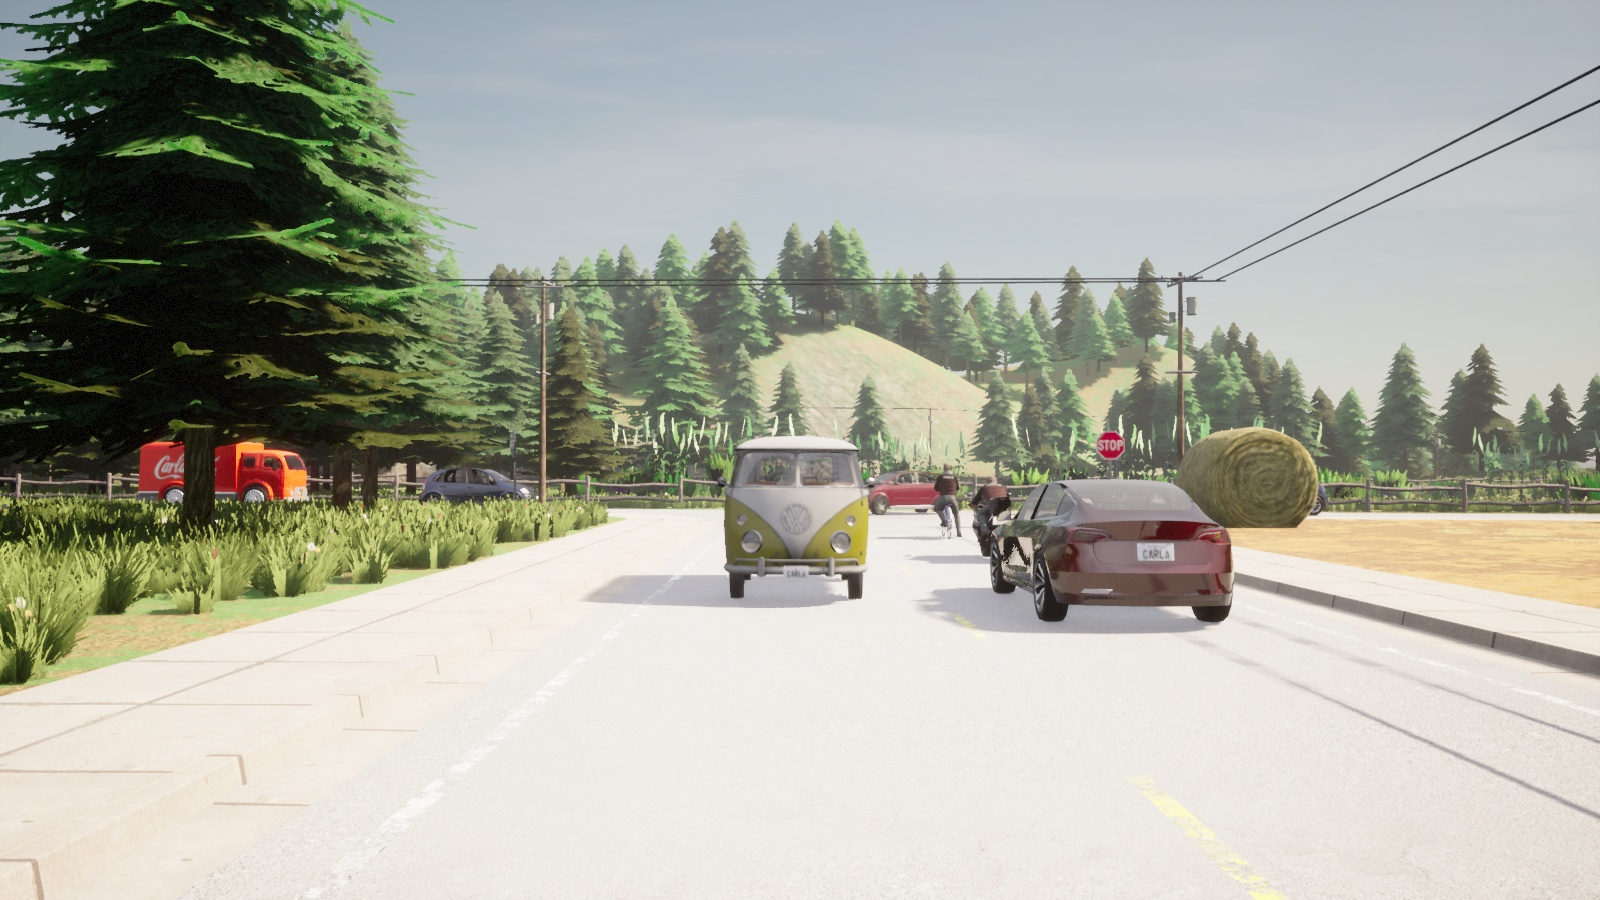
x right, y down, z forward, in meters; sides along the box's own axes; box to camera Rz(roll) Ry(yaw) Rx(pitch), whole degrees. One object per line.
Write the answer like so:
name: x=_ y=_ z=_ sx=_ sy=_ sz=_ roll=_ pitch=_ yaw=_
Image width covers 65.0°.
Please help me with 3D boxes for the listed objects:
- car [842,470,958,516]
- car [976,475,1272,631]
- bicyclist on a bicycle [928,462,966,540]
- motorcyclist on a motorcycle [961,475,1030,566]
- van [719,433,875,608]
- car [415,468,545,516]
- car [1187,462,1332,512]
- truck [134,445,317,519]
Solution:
car: x=3.561 y=1.502 z=44.784 sx=3.705 sy=1.549 sz=1.789 roll=0 pitch=-1 yaw=-25
car: x=3.466 y=1.044 z=14.535 sx=2.163 sy=1.488 sz=4.792 roll=0 pitch=-1 yaw=0
bicyclist on a bicycle: x=3.430 y=1.163 z=29.355 sx=0.659 sy=1.776 sz=1.843 roll=0 pitch=-1 yaw=0
motorcyclist on a motorcycle: x=3.447 y=1.210 z=22.362 sx=0.866 sy=1.530 sz=2.191 roll=0 pitch=-1 yaw=0
van: x=-0.040 y=0.845 z=16.553 sx=1.775 sy=1.987 sz=4.442 roll=0 pitch=-1 yaw=0
car: x=-11.075 y=1.453 z=43.640 sx=3.988 sy=1.617 sz=1.851 roll=0 pitch=-1 yaw=3
car: x=16.716 y=1.341 z=45.861 sx=4.553 sy=1.767 sz=2.097 roll=0 pitch=-1 yaw=3
truck: x=-20.062 y=1.112 z=44.039 sx=5.204 sy=2.467 sz=2.627 roll=0 pitch=-1 yaw=2
